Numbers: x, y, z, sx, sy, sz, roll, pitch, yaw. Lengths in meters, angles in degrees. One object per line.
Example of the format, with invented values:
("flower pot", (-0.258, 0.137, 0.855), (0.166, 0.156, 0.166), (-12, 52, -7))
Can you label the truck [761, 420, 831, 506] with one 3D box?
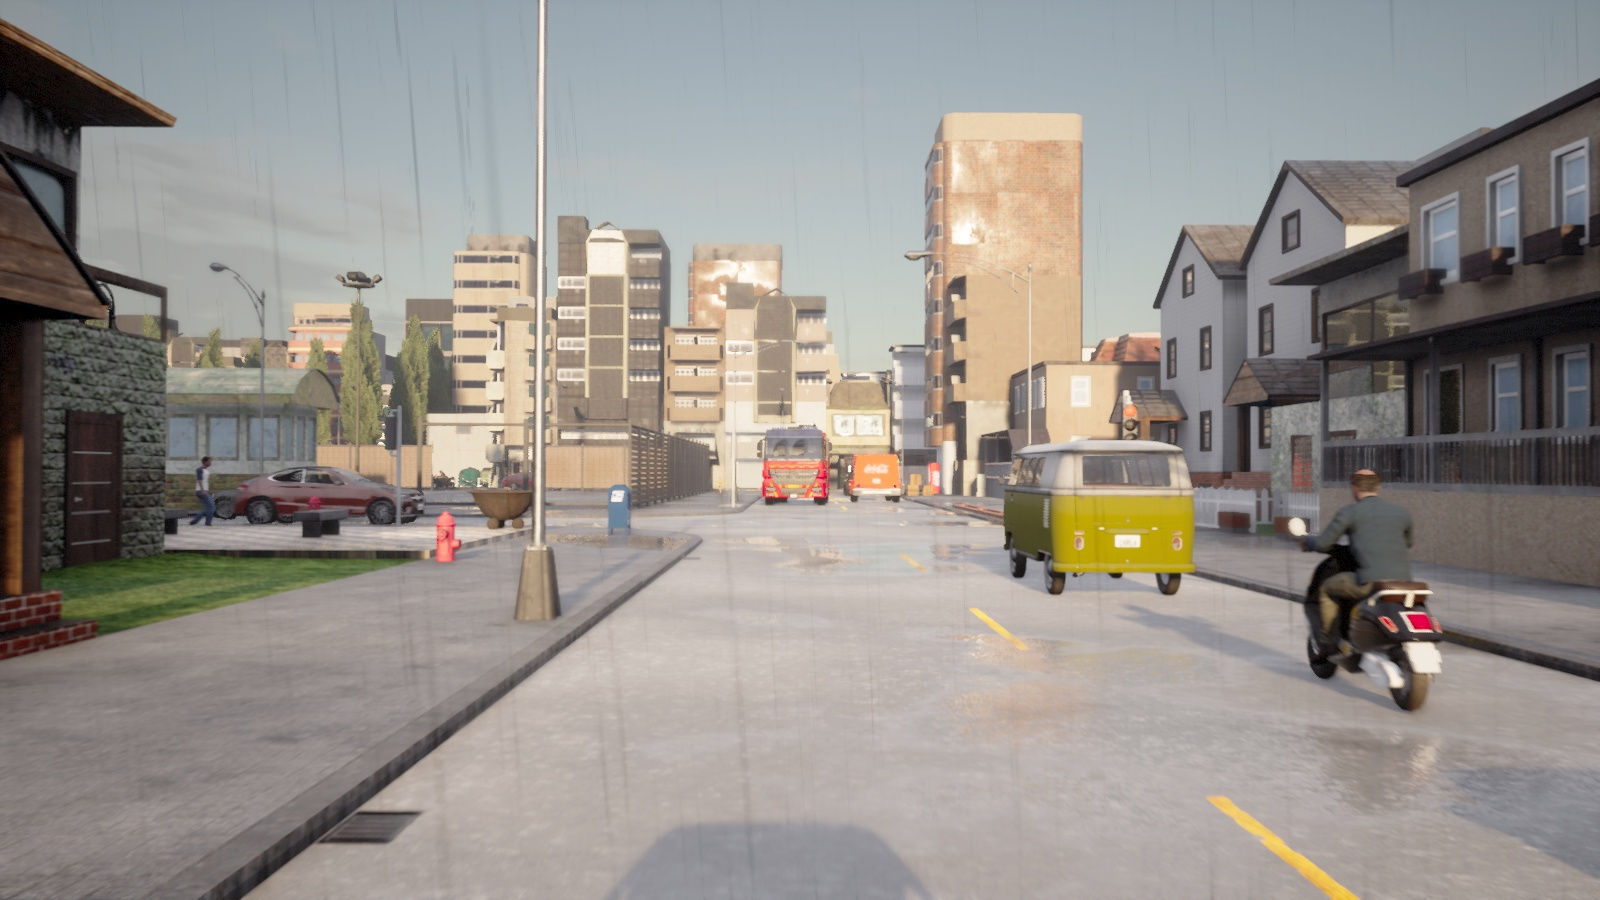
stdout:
("truck", (-0.080, 0.653, 60.017), (2.891, 3.827, 8.468), (0, -1, 3))

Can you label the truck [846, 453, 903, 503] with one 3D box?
("truck", (3.833, 1.418, 65.364), (2.627, 2.467, 5.204), (0, 0, 0))

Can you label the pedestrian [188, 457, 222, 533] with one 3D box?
("pedestrian", (-14.433, 1.083, 30.470), (0.706, 1.836, 0.354), (0, -1, -16))

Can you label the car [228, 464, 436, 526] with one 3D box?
("car", (-13.018, 1.233, 35.163), (5.027, 1.651, 2.152), (0, -1, 0))

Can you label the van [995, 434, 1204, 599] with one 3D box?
("van", (3.964, 0.842, 17.381), (1.775, 1.987, 4.442), (0, -1, -1))

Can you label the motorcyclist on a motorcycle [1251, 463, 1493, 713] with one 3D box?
("motorcyclist on a motorcycle", (3.977, 0.902, 8.923), (0.866, 1.590, 1.817), (0, -1, 0))

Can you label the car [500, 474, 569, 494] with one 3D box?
("car", (-19.583, 2.468, 92.701), (4.674, 1.442, 1.812), (0, -1, 0))

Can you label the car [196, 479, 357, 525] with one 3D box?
("car", (-16.232, 1.598, 39.107), (4.181, 1.385, 1.994), (0, -1, 1))
